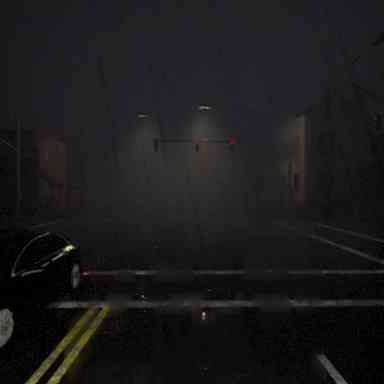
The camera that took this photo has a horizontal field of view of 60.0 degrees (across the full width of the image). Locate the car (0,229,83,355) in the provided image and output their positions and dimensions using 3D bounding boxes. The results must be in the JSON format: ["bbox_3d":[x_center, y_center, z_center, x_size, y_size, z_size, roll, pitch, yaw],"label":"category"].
[{"bbox_3d":[-3.502,1.518,6.055,1.837,1.490,4.892,0,0,0],"label":"car"}]

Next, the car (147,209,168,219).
[{"bbox_3d":[-3.477,2.509,34.233,1.812,1.442,4.674,0,-7,0],"label":"car"}]
